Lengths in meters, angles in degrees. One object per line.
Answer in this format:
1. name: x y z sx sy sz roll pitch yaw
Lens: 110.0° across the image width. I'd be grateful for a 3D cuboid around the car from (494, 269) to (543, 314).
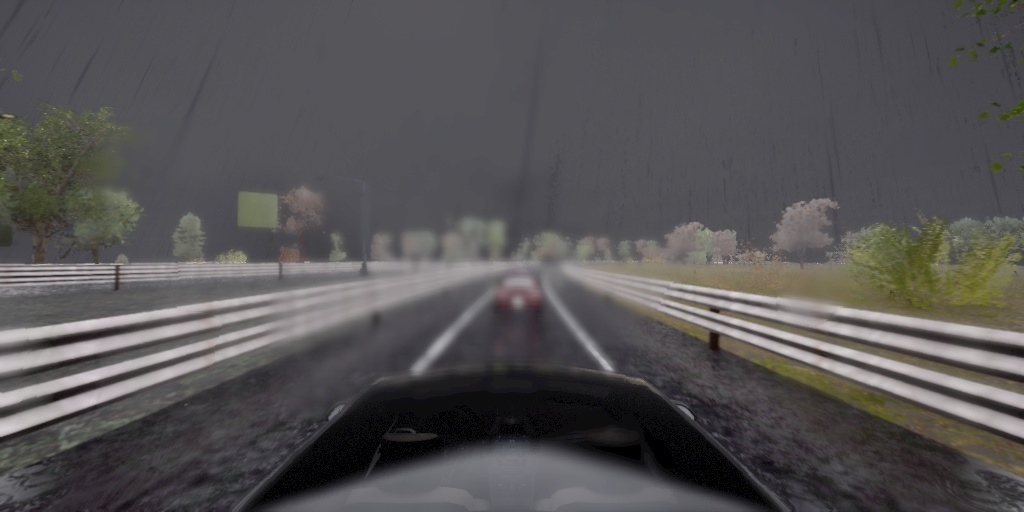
1. car: 0.316 1.450 14.778 1.812 1.442 4.674 0 -1 3
